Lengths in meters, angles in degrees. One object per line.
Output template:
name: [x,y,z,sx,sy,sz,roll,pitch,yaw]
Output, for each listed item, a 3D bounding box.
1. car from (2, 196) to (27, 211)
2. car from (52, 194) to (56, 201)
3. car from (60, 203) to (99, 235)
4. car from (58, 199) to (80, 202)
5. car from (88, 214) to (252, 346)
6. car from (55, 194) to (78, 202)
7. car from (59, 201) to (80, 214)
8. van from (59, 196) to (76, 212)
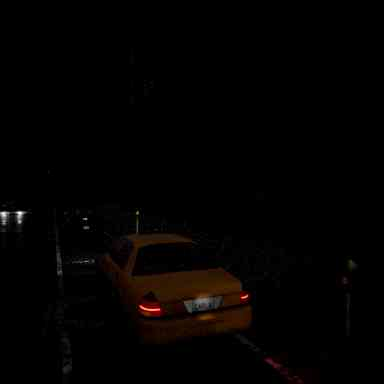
car: [-21.423,1.530,40.101,1.812,1.442,4.674,0,0,-23]
car: [-31.802,1.469,79.461,1.967,1.590,4.097,0,0,-24]
car: [-6.134,1.551,18.673,2.008,1.369,4.403,0,0,-23]
car: [-10.387,1.567,28.868,1.947,1.339,4.313,0,0,-23]
car: [-0.841,1.457,6.743,1.801,1.575,5.366,0,0,-23]
car: [-12.514,1.316,33.967,2.192,1.841,5.009,0,0,-23]
car: [-8.260,1.551,23.771,2.008,1.369,4.403,0,0,-23]
van: [-14.640,1.342,39.064,1.690,1.788,3.998,0,0,-23]
